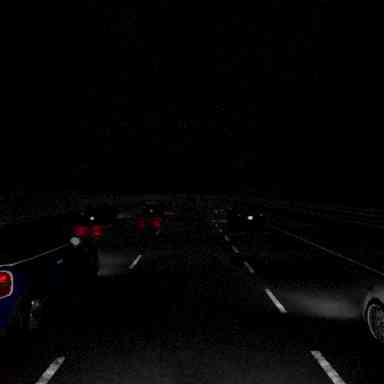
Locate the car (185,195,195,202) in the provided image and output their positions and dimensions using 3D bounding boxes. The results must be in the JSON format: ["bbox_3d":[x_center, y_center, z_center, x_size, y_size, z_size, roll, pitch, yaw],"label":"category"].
[{"bbox_3d":[-0.389,1.430,70.185,1.837,1.490,4.892,0,0,0],"label":"car"}]

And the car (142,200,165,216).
[{"bbox_3d":[-3.572,1.440,31.231,1.812,1.442,4.674,0,0,0],"label":"car"}]

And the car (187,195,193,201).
[{"bbox_3d":[-0.527,1.719,94.766,1.837,1.490,4.892,0,-1,0],"label":"car"}]

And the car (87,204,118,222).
[{"bbox_3d":[-7.037,1.542,25.549,1.895,1.301,4.718,0,0,0],"label":"car"}]

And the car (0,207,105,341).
[{"bbox_3d":[-3.433,1.347,6.659,2.097,1.767,4.553,0,0,0],"label":"car"}]

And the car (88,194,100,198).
[{"bbox_3d":[-21.405,1.299,72.942,2.097,1.767,4.553,0,0,0],"label":"car"}]

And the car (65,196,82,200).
[{"bbox_3d":[-17.868,1.323,50.352,1.882,1.535,5.008,0,0,0],"label":"car"}]

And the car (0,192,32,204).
[{"bbox_3d":[-24.856,1.070,47.227,2.150,2.045,5.566,0,0,0],"label":"car"}]

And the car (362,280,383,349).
[{"bbox_3d":[3.585,1.525,3.281,1.812,1.442,4.674,0,0,0],"label":"car"}]

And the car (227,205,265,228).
[{"bbox_3d":[3.481,1.521,21.898,1.994,1.385,4.181,0,0,0],"label":"car"}]
